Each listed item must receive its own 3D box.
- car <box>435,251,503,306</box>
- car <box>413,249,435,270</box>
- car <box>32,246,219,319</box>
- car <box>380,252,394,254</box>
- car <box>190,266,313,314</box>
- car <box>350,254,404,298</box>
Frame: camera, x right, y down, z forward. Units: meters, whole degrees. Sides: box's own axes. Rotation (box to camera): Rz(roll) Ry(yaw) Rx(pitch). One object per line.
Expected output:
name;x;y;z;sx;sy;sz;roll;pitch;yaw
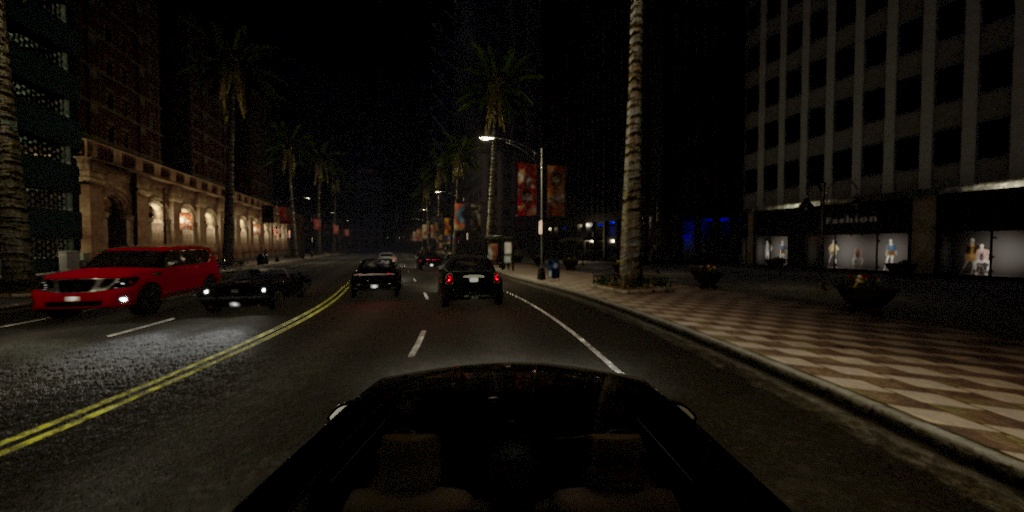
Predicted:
car;-1.764;0.763;13.946;2.097;1.767;4.553;0;2;-13
car;-7.345;0.428;31.563;1.837;1.490;4.892;0;2;-19
car;-12.095;0.684;11.927;2.150;2.045;5.566;0;2;-15
car;-11.897;0.377;34.113;1.812;1.442;4.674;-1;2;-19
car;-8.657;1.046;12.593;1.895;1.301;4.718;0;2;-15
car;-5.847;0.851;15.751;2.128;1.511;4.902;0;2;-16
